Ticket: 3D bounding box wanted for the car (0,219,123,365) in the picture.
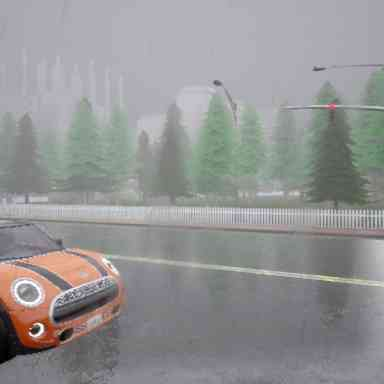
[{"bbox_3d":[-3.433,1.287,5.755,4.553,1.767,2.097,-1,0,26],"label":"car"}]
